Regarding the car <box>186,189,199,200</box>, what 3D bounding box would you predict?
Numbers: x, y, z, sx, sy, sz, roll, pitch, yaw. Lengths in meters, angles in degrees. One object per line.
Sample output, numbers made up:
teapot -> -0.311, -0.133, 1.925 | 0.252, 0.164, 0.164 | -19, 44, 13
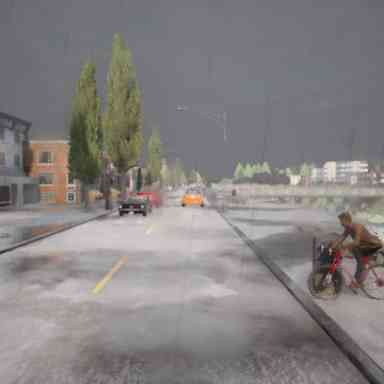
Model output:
car -> 0.104, 0.337, 47.228 | 1.812, 1.442, 4.674 | 0, 1, 0

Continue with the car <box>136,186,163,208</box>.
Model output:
car -> -4.006, 0.412, 31.906 | 2.150, 2.045, 5.566 | 0, 1, 1

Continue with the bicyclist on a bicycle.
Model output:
bicyclist on a bicycle -> 2.940, 1.196, 6.056 | 1.656, 1.620, 0.582 | 0, 1, 0

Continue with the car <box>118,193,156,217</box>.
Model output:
car -> -3.983, 0.996, 24.034 | 1.895, 1.301, 4.718 | 0, 1, 0

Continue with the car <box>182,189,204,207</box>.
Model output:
car -> 0.097, 0.498, 33.887 | 2.097, 1.767, 4.553 | 0, 1, 0
